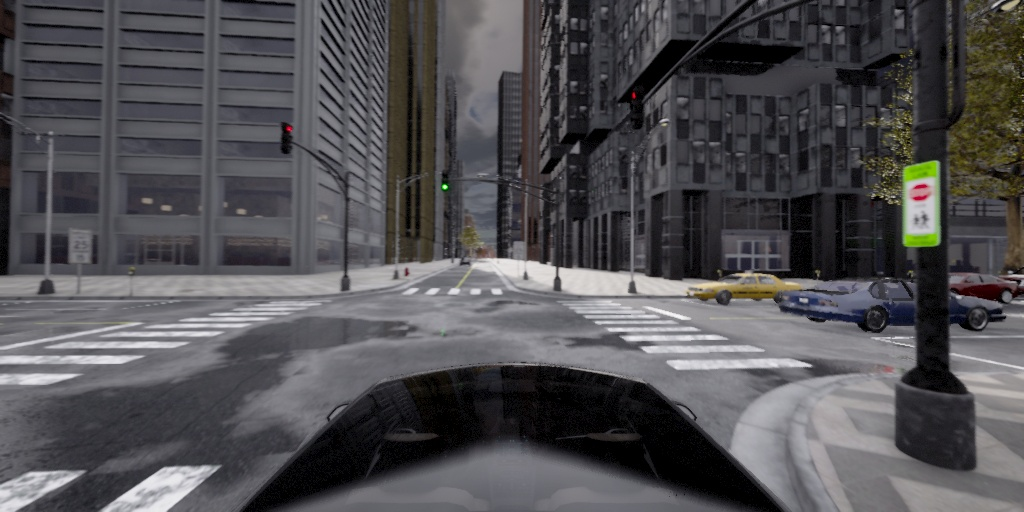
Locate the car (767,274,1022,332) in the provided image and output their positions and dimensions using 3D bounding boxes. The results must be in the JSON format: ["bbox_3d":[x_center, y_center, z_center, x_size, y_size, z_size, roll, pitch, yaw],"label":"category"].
[{"bbox_3d":[10.718,1.313,10.316,5.357,1.411,2.033,0,-1,-5],"label":"car"}]

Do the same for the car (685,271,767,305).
[{"bbox_3d":[10.337,1.363,16.065,4.829,1.417,1.751,0,0,-5],"label":"car"}]

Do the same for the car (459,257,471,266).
[{"bbox_3d":[-7.951,0.955,61.164,1.837,1.490,4.892,1,0,-5],"label":"car"}]

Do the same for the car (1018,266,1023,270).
[{"bbox_3d":[26.320,1.276,17.401,5.009,1.841,2.192,0,0,-5],"label":"car"}]

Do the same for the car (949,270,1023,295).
[{"bbox_3d":[21.050,1.464,16.958,4.507,1.381,1.888,0,0,-5],"label":"car"}]
